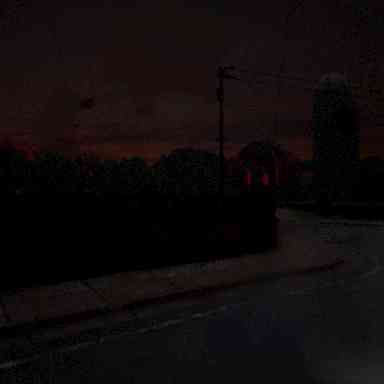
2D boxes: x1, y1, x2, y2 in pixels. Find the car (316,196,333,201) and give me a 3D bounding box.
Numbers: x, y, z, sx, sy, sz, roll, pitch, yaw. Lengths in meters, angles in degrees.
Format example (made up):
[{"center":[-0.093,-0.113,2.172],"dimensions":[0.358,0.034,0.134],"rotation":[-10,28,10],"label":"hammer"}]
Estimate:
[{"center":[22.029,1.440,55.323],"dimensions":[2.242,1.667,4.611],"rotation":[0,0,34],"label":"car"}]
